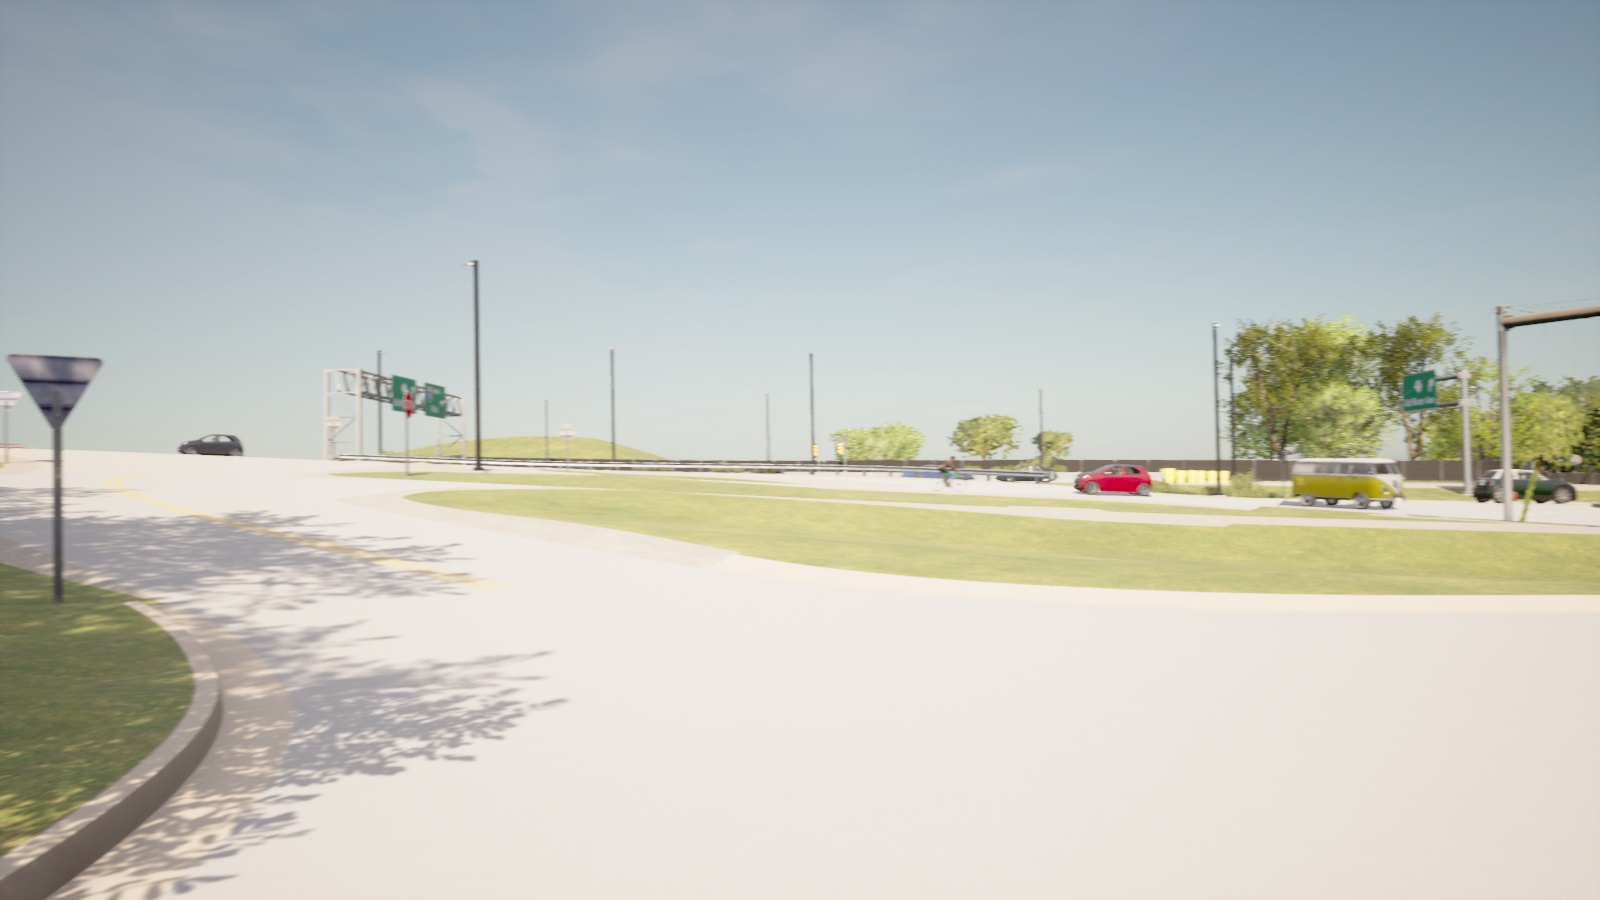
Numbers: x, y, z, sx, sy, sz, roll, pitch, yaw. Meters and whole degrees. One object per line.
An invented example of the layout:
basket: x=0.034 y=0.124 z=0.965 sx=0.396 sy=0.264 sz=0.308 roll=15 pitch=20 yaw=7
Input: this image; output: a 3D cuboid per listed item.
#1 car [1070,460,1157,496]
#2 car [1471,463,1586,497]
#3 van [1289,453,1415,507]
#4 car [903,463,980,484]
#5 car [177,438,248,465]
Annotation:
car: x=15.085 y=1.333 z=60.573 sx=3.633 sy=1.501 sz=1.845 roll=2 pitch=2 yaw=-3
car: x=31.563 y=1.302 z=54.492 sx=3.806 sy=1.475 sz=1.970 roll=0 pitch=-1 yaw=4
van: x=21.833 y=1.143 z=49.846 sx=1.775 sy=1.987 sz=4.442 roll=-1 pitch=0 yaw=-27
car: x=10.143 y=1.693 z=90.247 sx=5.357 sy=1.411 sz=2.033 roll=0 pitch=-2 yaw=2
car: x=-35.747 y=0.106 z=76.421 sx=3.633 sy=1.501 sz=1.845 roll=2 pitch=-3 yaw=-32
